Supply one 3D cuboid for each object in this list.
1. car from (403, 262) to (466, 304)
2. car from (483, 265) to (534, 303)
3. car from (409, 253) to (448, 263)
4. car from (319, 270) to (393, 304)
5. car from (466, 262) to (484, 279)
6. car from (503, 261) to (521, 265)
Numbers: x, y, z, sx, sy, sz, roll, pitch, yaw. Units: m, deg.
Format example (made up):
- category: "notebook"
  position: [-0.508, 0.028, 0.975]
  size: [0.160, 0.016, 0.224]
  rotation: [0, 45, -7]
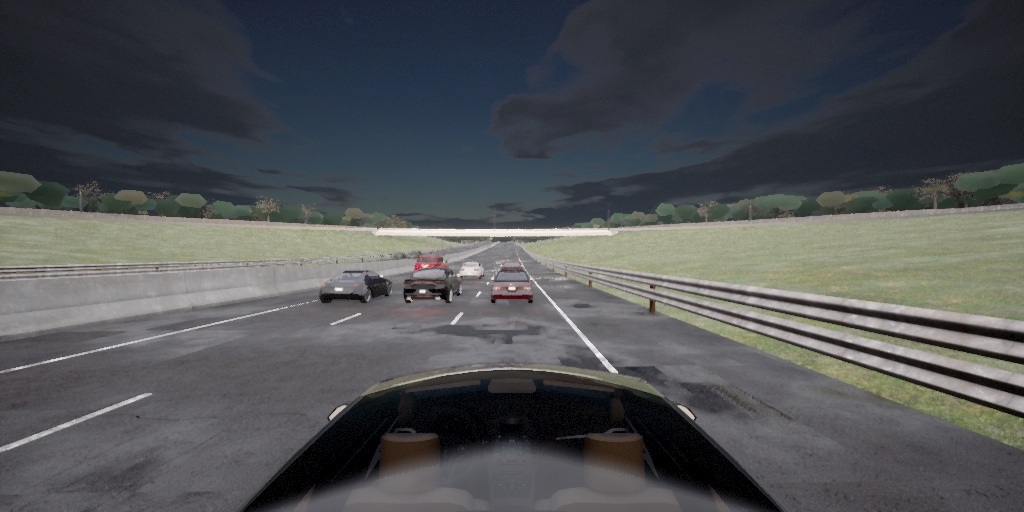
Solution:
- category: "car"
  position: [-3.500, 1.239, 16.508]
  size: [1.882, 1.535, 5.008]
  rotation: [0, 0, 0]
- category: "car"
  position: [0.000, 1.318, 16.508]
  size: [2.033, 1.411, 5.357]
  rotation: [0, 0, 0]
- category: "car"
  position: [-7.000, 0.970, 31.534]
  size: [2.150, 2.045, 5.566]
  rotation: [0, 0, 0]
- category: "car"
  position: [-7.000, 1.327, 16.508]
  size: [1.994, 1.385, 4.181]
  rotation: [0, 0, 0]
- category: "car"
  position: [-3.500, 1.246, 31.507]
  size: [1.812, 1.442, 4.674]
  rotation: [0, 0, 0]
- category: "car"
  position: [0.000, 1.198, 31.507]
  size: [1.882, 1.535, 5.008]
  rotation: [0, 0, 0]
